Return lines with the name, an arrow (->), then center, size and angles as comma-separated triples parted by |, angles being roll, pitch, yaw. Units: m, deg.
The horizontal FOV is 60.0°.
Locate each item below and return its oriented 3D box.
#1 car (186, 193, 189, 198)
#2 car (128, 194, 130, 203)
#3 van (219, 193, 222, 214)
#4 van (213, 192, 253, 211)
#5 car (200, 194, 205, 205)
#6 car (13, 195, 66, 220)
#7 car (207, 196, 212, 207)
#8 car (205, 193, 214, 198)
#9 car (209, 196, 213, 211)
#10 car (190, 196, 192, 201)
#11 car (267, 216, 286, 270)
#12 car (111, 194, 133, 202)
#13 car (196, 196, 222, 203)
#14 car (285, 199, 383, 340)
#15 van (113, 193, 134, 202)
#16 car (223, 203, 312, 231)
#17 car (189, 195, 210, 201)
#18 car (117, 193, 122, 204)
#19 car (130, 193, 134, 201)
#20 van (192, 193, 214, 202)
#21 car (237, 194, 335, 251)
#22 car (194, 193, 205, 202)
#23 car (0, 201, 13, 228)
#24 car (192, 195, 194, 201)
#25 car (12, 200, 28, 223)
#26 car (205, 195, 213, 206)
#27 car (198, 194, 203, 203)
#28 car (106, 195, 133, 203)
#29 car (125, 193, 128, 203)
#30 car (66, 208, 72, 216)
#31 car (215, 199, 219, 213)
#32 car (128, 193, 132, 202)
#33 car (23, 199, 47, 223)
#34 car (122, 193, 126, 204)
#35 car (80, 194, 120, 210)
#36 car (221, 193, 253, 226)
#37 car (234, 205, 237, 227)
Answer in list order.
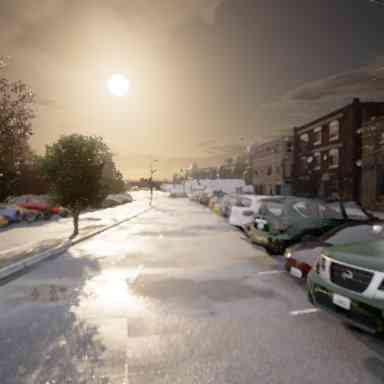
car -> 1.896, 1.440, 80.913 | 5.366, 1.575, 1.946 | 1, 0, -26
car -> -14.773, 1.540, 62.928 | 4.674, 1.452, 2.002 | -1, 0, -24
van -> 4.559, 1.249, 23.669 | 4.442, 1.987, 1.878 | 1, 0, -20
van -> 4.524, 1.246, 29.693 | 4.442, 1.987, 1.878 | 1, 0, -21
car -> 4.284, 1.463, 47.847 | 5.008, 1.535, 2.097 | 1, 0, -22
car -> -13.584, 1.248, 27.371 | 5.566, 2.045, 2.435 | -1, 0, -20
car -> 4.579, 1.471, 35.764 | 5.008, 1.535, 2.097 | 1, 0, -21
car -> 4.437, 1.341, 41.801 | 4.553, 1.767, 2.185 | 1, 0, -22
car -> 4.776, 1.472, 32.822 | 5.366, 1.575, 1.946 | 1, 0, -21
car -> 2.893, 1.451, 71.971 | 4.892, 1.521, 2.231 | 1, 0, -25
car -> 4.696, 1.509, 8.672 | 4.792, 1.488, 2.163 | 1, 0, -20
car -> -15.701, 1.376, 74.748 | 4.553, 1.767, 2.185 | -1, 0, -25
car -> 3.347, 1.493, 65.945 | 4.674, 1.452, 2.002 | 1, 0, -24
car -> 4.714, 1.230, 5.664 | 5.566, 2.045, 2.435 | 1, 0, -20
van -> -15.911, 1.275, 77.734 | 4.442, 1.987, 1.878 | -1, 0, -25
car -> 4.679, 1.477, 20.705 | 5.008, 1.535, 2.097 | 1, 0, -20
car -> 1.938, 1.479, 83.973 | 4.792, 1.488, 2.163 | 1, 0, -26
car -> -14.280, 1.374, 54.052 | 4.553, 1.767, 2.185 | -1, 0, -23
car -> -15.054, 1.495, 68.915 | 5.366, 1.575, 1.946 | -1, 0, -24
van -> 2.529, 1.221, 74.928 | 4.442, 1.987, 1.878 | 1, 0, -25
car -> 4.739, 1.228, 11.705 | 5.566, 2.045, 2.435 | 1, 0, -20
car -> 3.878, 1.206, 56.883 | 5.566, 2.045, 2.435 | 1, 0, -23
car -> -13.334, 1.495, 18.524 | 5.366, 1.575, 1.946 | -1, 0, -20
car -> 3.119, 1.491, 68.961 | 4.674, 1.452, 2.002 | 1, 0, -25
car -> -13.550, 1.530, 21.420 | 4.792, 1.488, 2.163 | -1, 0, -20
car -> 4.509, 1.470, 38.782 | 4.892, 1.521, 2.231 | 1, 0, -21
car -> 4.053, 1.460, 53.880 | 5.008, 1.535, 2.097 | 1, 0, -23
car -> -15.635, 1.501, 71.707 | 5.366, 1.575, 1.946 | -1, 0, -25
car -> -14.556, 1.374, 59.983 | 4.553, 1.767, 2.185 | -1, 0, -23
car -> -13.408, 1.494, 30.426 | 5.366, 1.575, 1.946 | -1, 0, -20
car -> 4.676, 1.505, 26.738 | 4.792, 1.488, 2.163 | 1, 0, -20
car -> -14.988, 1.541, 65.882 | 4.674, 1.452, 2.002 | -1, 0, -24
car -> -13.512, 1.529, 24.423 | 4.792, 1.488, 2.163 | -1, 0, -20
car -> -14.577, 1.499, 56.942 | 5.366, 1.575, 1.946 | -1, 0, -23
car -> -14.099, 1.499, 51.102 | 5.008, 1.535, 2.097 | -1, 0, -22
car -> 4.716, 1.227, 17.714 | 5.566, 2.045, 2.435 | 1, 0, -20
car -> 4.703, 1.478, 14.695 | 5.008, 1.535, 2.097 | 1, 0, -20
